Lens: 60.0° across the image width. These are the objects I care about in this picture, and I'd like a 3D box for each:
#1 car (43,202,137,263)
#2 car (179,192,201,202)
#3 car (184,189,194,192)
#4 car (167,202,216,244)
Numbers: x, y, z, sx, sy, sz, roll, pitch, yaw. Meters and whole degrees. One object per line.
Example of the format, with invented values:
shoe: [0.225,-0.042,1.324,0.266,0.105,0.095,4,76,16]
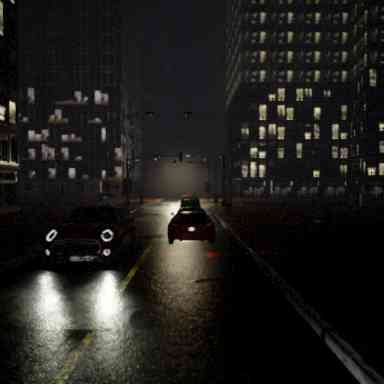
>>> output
car: [-3.197,1.200,11.280,2.097,1.767,4.553,0,1,0]
car: [-0.176,1.076,31.826,2.128,1.511,4.902,0,1,0]
car: [-0.724,0.183,83.360,2.150,2.045,5.566,0,1,0]
car: [-0.030,1.367,14.795,1.994,1.385,4.181,0,1,0]
